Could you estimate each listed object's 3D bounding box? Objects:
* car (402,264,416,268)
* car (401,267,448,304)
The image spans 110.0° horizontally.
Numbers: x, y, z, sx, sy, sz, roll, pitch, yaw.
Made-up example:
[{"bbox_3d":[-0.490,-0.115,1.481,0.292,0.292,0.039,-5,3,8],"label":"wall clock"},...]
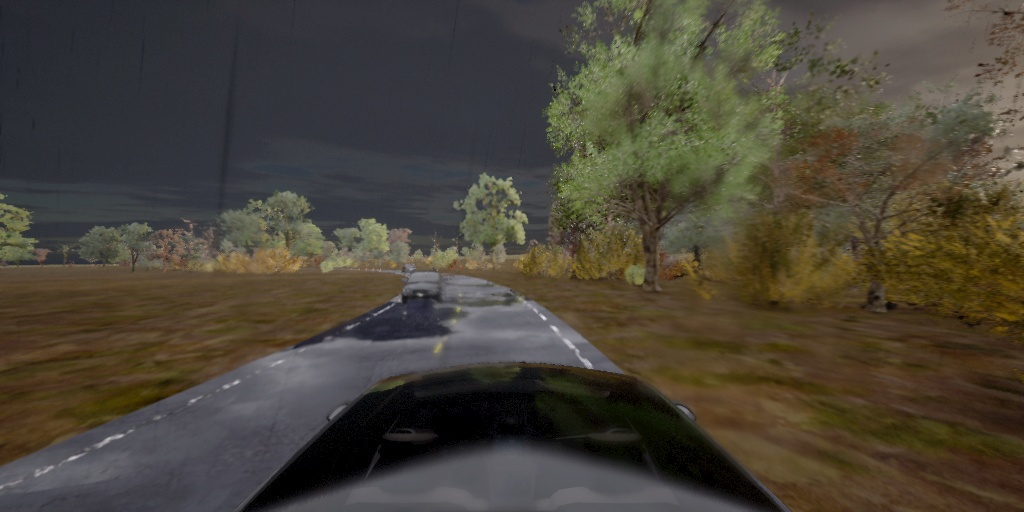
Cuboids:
[{"bbox_3d":[-16.624,2.067,58.079,2.128,1.511,4.902,0,-1,-26],"label":"car"},{"bbox_3d":[-4.295,1.472,17.990,1.837,1.490,4.892,0,-1,-8],"label":"car"}]
